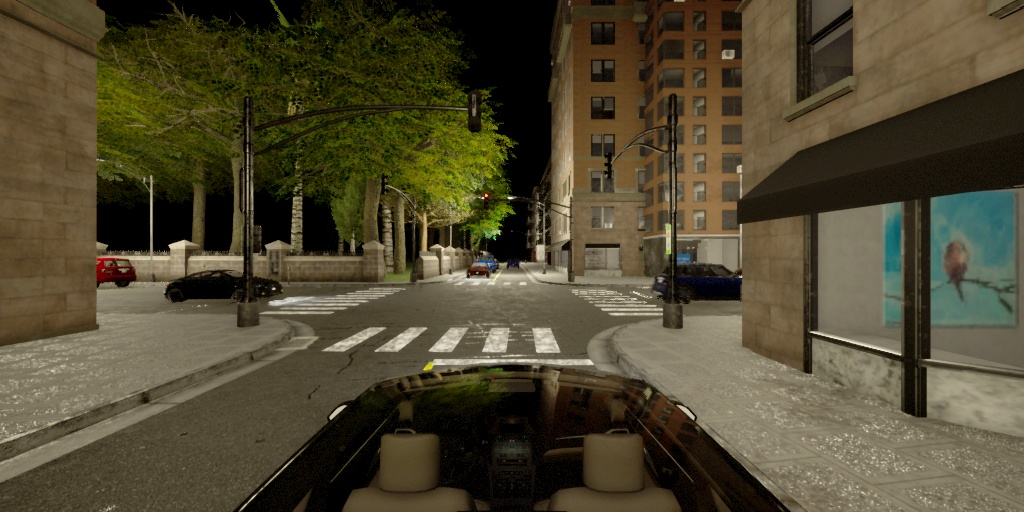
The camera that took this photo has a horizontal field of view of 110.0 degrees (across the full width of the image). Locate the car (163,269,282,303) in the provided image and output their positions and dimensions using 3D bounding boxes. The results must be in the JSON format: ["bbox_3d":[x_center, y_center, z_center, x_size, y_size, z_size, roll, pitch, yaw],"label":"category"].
[{"bbox_3d":[-12.751,1.301,16.012,4.181,1.385,1.994,0,0,-5],"label":"car"}]

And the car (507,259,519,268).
[{"bbox_3d":[0.181,1.160,57.848,1.882,1.535,5.008,0,0,0],"label":"car"}]

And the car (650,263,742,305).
[{"bbox_3d":[8.546,1.112,15.533,4.553,1.767,2.097,0,0,1],"label":"car"}]

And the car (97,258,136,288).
[{"bbox_3d":[-25.921,1.035,21.775,5.009,1.841,2.192,0,0,1],"label":"car"}]

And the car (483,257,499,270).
[{"bbox_3d":[-3.015,1.044,52.971,2.097,1.767,4.553,0,0,0],"label":"car"}]

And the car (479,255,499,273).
[{"bbox_3d":[-3.039,0.933,42.910,2.150,2.045,5.566,0,0,0],"label":"car"}]

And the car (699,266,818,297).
[{"bbox_3d":[12.691,1.271,18.674,4.892,1.490,1.837,0,0,1],"label":"car"}]

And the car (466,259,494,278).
[{"bbox_3d":[-3.051,1.293,33.602,1.994,1.385,4.181,0,0,0],"label":"car"}]
